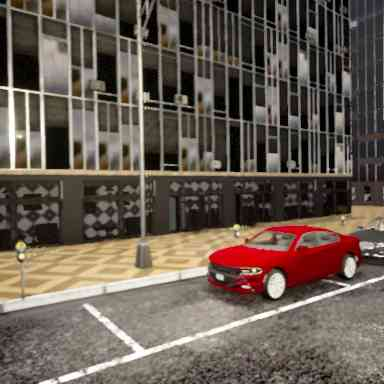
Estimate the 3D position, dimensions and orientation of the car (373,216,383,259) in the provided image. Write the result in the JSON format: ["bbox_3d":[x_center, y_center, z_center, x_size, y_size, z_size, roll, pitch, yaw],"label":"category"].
[{"bbox_3d":[7.049,1.518,11.570,4.403,1.369,2.008,0,-1,-35],"label":"car"}]

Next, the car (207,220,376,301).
[{"bbox_3d":[2.412,1.526,8.260,4.507,1.381,1.887,0,-1,-35],"label":"car"}]
